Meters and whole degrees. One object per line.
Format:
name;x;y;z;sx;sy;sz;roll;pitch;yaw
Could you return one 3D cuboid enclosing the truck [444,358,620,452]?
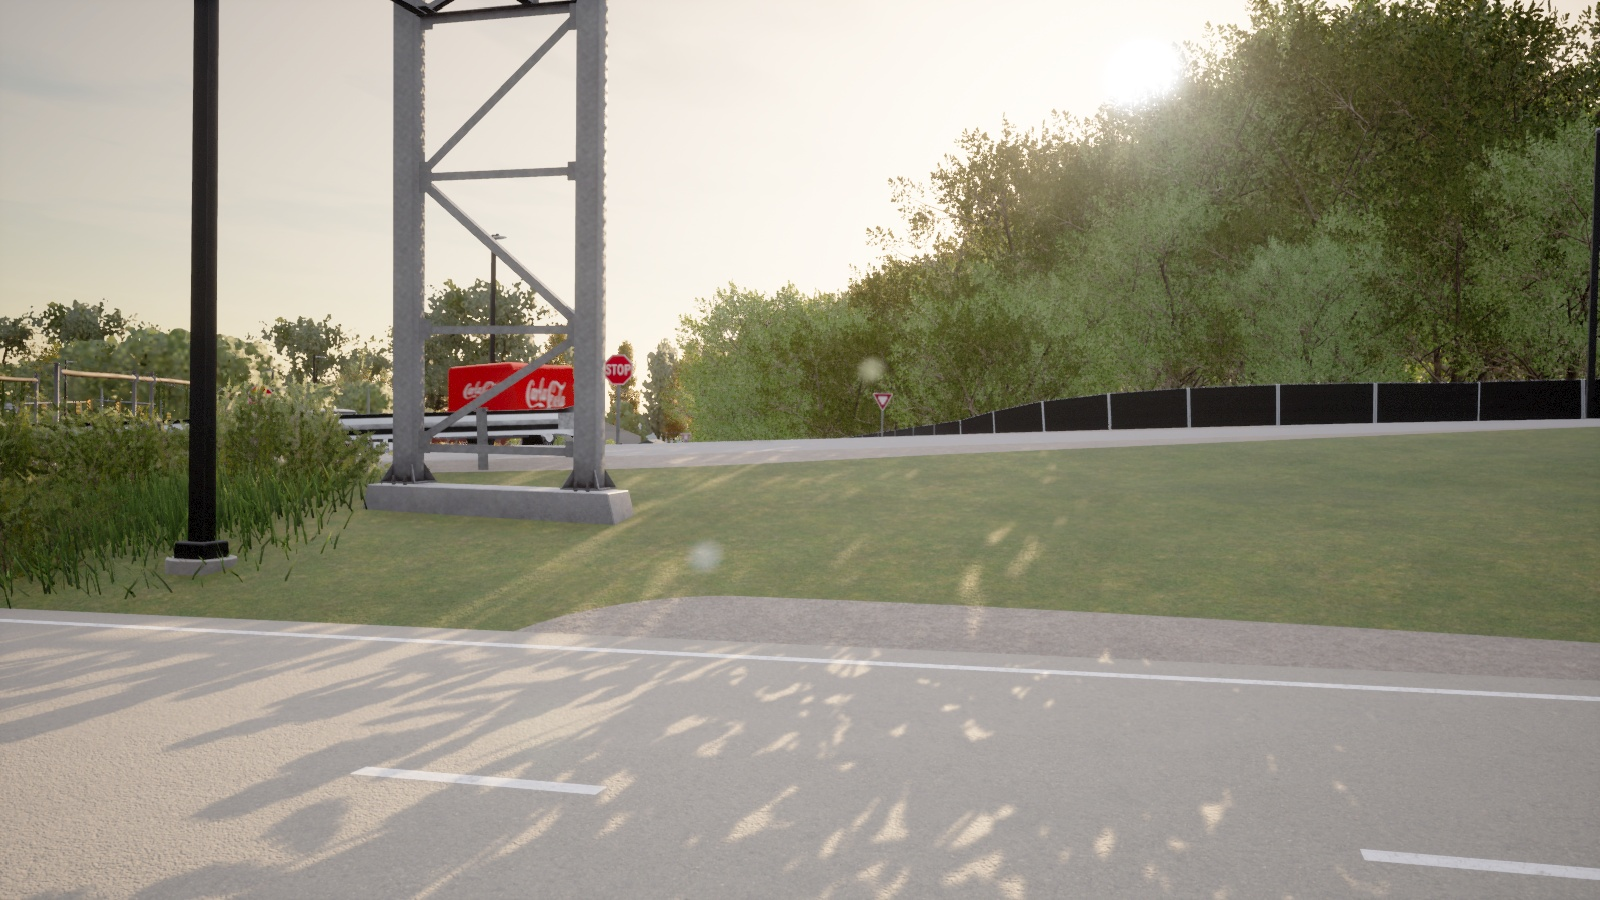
truck;-7.802;-1.279;37.237;2.627;2.467;5.204;-3;0;20
